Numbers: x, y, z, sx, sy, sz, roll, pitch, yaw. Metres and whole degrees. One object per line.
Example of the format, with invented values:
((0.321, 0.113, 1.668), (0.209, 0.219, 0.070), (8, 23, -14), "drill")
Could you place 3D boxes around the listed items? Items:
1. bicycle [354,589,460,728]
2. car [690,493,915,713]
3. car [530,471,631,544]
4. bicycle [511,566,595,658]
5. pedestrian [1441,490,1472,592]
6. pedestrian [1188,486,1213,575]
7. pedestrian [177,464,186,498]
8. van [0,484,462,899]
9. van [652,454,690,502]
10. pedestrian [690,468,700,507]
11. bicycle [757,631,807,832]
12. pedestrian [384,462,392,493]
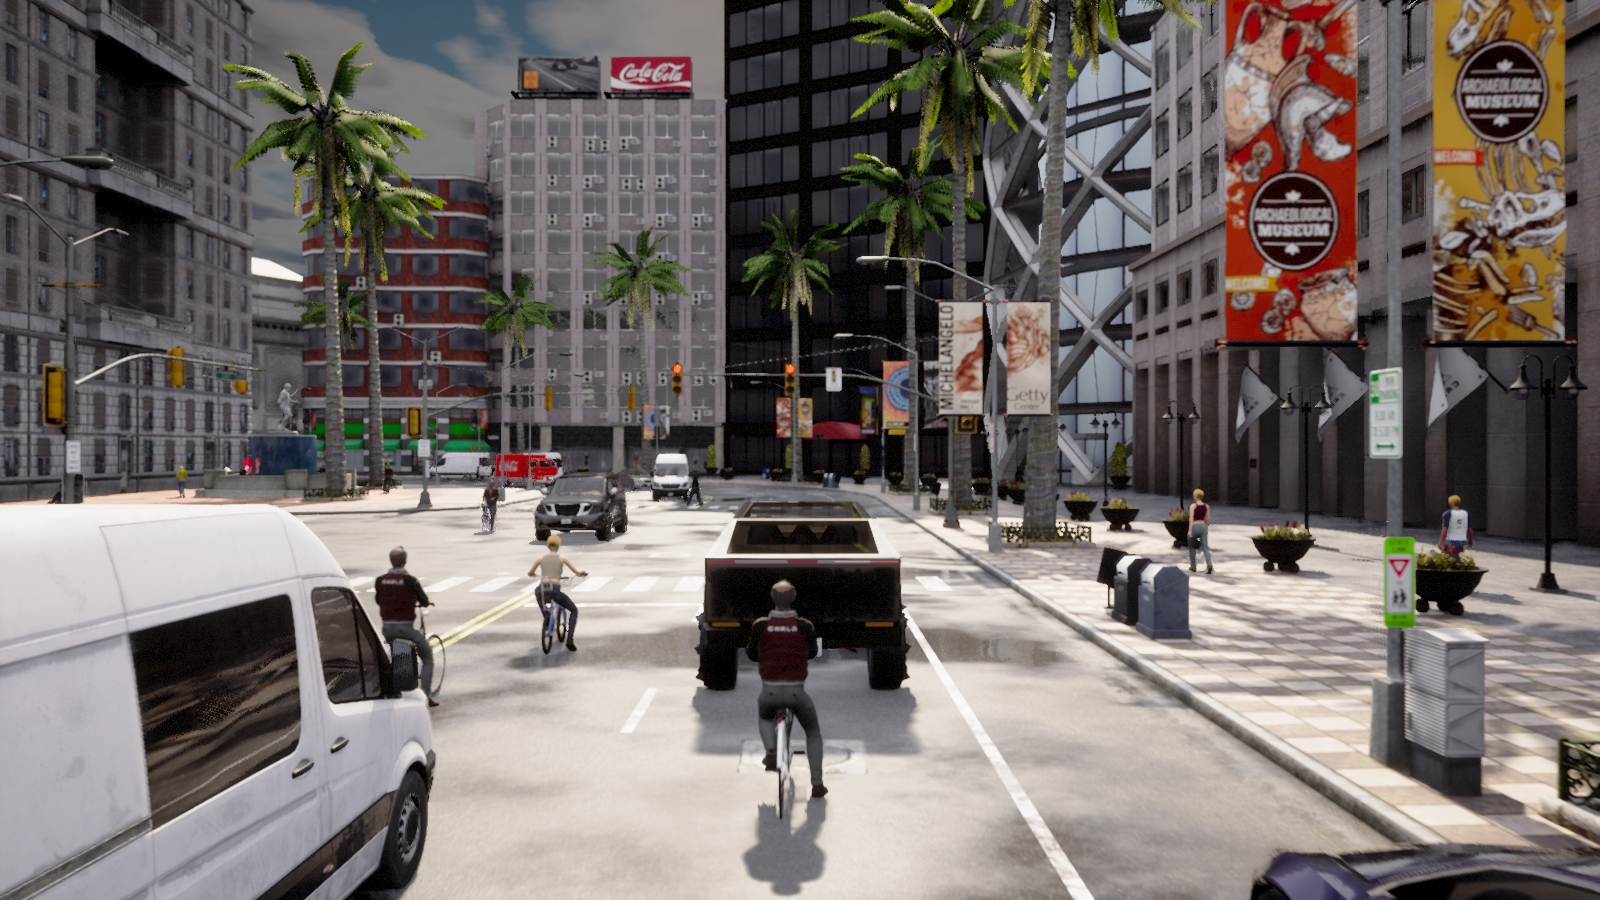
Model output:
((-4.223, 2.205, 12.397), (0.329, 1.171, 1.835), (0, 0, 6), "bicycle")
((0.035, 1.748, 15.280), (2.390, 2.098, 6.274), (0, 0, 0), "car")
((-6.926, 1.765, 36.706), (2.150, 2.045, 5.566), (0, 0, 0), "car")
((-3.448, 2.250, 16.081), (0.859, 1.080, 1.487), (0, 0, 0), "bicycle")
((12.259, 1.693, 21.334), (0.375, 1.860, 0.375), (0, 0, 3), "pedestrian")
((8.452, 1.689, 24.128), (0.375, 1.860, 0.375), (0, 0, -5), "pedestrian")
((-33.813, 1.674, 62.437), (0.375, 1.860, 0.375), (0, 0, -41), "pedestrian")
((-3.489, 1.532, 5.448), (1.988, 2.561, 5.915), (0, 0, 0), "van")
((-7.204, 1.512, 64.336), (1.988, 2.561, 5.915), (0, 0, -5), "van")
((-5.105, 1.829, 55.759), (0.375, 1.860, 0.375), (0, 0, -24), "pedestrian")
((-0.130, 2.206, 9.279), (0.329, 1.171, 1.835), (0, 0, 1), "bicycle")
((-24.755, 1.673, 68.664), (0.375, 1.860, 0.375), (0, 0, -38), "pedestrian")
